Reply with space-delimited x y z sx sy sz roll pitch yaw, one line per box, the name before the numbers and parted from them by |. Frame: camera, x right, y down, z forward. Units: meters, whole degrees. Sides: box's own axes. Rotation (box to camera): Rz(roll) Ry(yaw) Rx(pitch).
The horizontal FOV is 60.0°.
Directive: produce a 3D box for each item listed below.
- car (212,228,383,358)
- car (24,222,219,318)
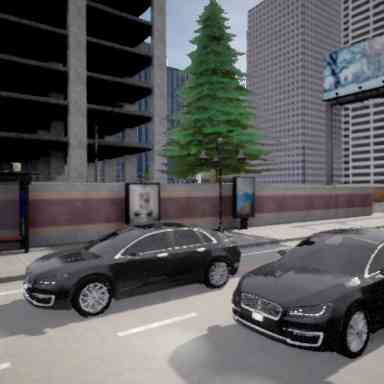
car | 2.888 1.469 6.040 4.892 1.490 1.837 0 0 -36
car | -1.052 1.486 7.492 4.892 1.490 1.837 0 0 -35
